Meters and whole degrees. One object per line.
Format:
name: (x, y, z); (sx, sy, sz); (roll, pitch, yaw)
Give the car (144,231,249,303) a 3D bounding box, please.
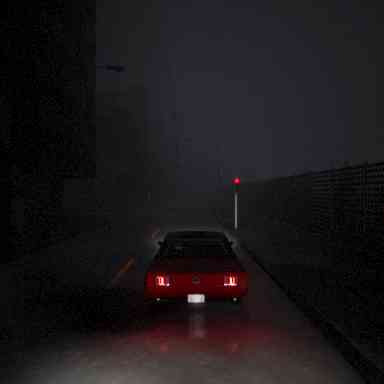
car: (0.089, 1.601, 8.123); (1.895, 1.301, 4.718); (0, 0, 0)
